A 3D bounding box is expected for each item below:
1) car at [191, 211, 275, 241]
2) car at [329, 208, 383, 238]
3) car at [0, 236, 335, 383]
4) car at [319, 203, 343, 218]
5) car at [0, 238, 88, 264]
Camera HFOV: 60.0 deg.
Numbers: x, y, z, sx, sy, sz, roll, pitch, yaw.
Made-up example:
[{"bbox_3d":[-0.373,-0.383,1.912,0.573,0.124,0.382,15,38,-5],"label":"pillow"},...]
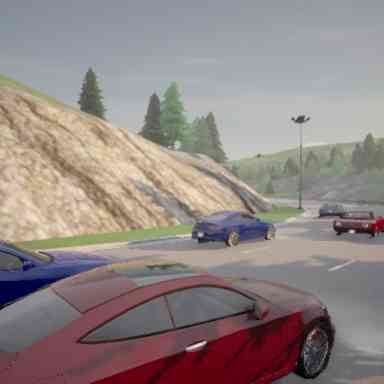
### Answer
[{"bbox_3d":[1.964,1.571,15.157,1.812,1.442,4.674,0,0,45],"label":"car"},{"bbox_3d":[9.319,1.675,18.275,1.895,1.301,4.718,0,0,38],"label":"car"},{"bbox_3d":[-0.275,1.535,3.787,4.674,1.442,1.812,0,0,-37],"label":"car"},{"bbox_3d":[13.010,1.682,30.981,1.994,1.385,4.181,0,0,26],"label":"car"},{"bbox_3d":[-3.694,1.482,5.572,5.008,1.535,1.882,0,0,-37],"label":"car"}]
